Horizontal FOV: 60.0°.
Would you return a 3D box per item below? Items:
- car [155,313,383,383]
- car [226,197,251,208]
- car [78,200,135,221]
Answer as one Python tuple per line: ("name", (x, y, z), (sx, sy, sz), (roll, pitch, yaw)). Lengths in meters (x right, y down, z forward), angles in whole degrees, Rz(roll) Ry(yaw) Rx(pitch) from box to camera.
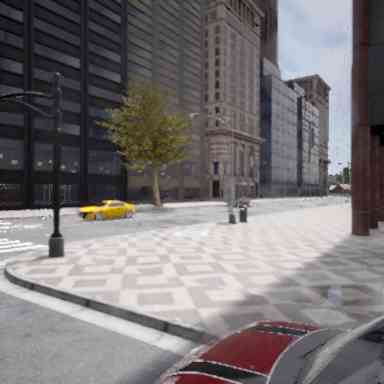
("car", (1.509, 1.440, 1.882), (4.097, 1.590, 1.967), (0, 0, 36))
("car", (6.442, 1.438, 46.038), (1.837, 1.490, 4.892), (0, 0, 36))
("car", (-6.906, 1.457, 27.302), (1.882, 1.535, 5.008), (0, 0, 35))
